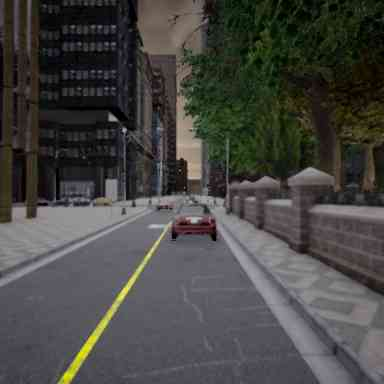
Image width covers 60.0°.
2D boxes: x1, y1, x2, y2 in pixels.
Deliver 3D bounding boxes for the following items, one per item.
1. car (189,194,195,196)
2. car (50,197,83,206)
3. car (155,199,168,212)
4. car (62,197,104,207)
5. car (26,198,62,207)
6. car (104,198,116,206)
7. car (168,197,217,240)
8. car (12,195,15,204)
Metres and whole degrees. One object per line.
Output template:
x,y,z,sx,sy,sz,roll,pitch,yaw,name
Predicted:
-0.046,1.415,92.389,2.033,1.411,5.357,0,0,0,car
-20.139,1.560,53.482,4.403,1.369,2.008,0,-1,0,car
-3.018,1.487,37.560,1.895,1.301,4.718,0,0,0,car
-14.660,1.392,44.931,4.403,1.369,2.008,0,-1,0,car
-20.173,1.418,44.958,4.313,1.339,1.947,0,-1,0,car
-14.796,1.524,53.456,4.829,1.417,1.752,0,-1,0,car
0.088,1.305,16.809,2.097,1.767,4.553,0,0,0,car
-31.164,1.346,53.541,5.009,1.841,2.192,0,-1,0,car
